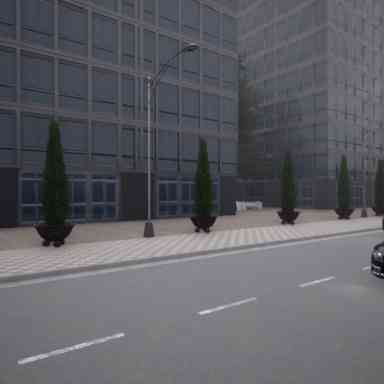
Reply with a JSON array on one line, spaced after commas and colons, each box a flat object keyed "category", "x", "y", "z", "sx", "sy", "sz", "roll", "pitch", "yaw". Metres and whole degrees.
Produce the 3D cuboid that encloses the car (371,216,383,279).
[{"category": "car", "x": 6.622, "y": 1.492, "z": 8.836, "sx": 4.902, "sy": 1.511, "sz": 2.128, "roll": 0, "pitch": 0, "yaw": -36}]
